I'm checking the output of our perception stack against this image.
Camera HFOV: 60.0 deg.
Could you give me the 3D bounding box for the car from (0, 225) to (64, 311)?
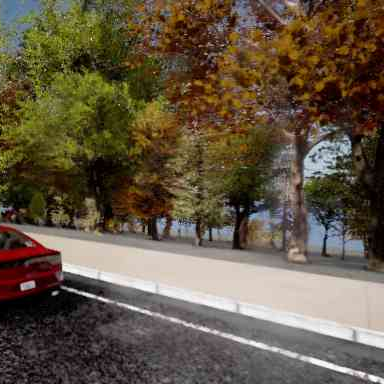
[{"bbox_3d":[-4.820,1.432,7.107,5.008,1.535,1.882,0,0,35],"label":"car"}]
